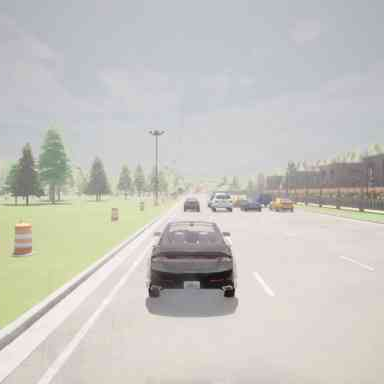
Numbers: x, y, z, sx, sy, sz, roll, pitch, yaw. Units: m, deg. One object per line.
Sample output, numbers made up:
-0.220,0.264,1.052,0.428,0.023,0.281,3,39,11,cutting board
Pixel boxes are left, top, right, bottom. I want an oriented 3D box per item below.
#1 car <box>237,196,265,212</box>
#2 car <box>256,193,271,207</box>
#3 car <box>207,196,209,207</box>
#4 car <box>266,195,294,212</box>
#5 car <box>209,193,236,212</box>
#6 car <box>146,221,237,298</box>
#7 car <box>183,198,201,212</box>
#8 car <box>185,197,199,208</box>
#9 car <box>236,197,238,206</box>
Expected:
6.975,1.564,39.565,1.994,1.385,4.181,0,0,0,car
10.469,1.221,49.600,2.150,2.045,5.566,0,0,0,car
3.469,1.221,49.596,2.150,2.045,5.566,0,0,0,car
10.476,1.478,39.150,1.882,1.535,5.008,0,0,0,car
3.475,1.221,39.176,2.150,2.045,5.566,0,0,0,car
-0.006,1.492,8.531,2.128,1.511,4.902,0,0,0,car
-0.024,1.491,39.144,2.128,1.511,4.902,0,0,0,car
-0.031,1.547,49.564,2.033,1.411,5.357,0,0,0,car
6.969,1.478,49.568,1.882,1.535,5.008,0,0,0,car
